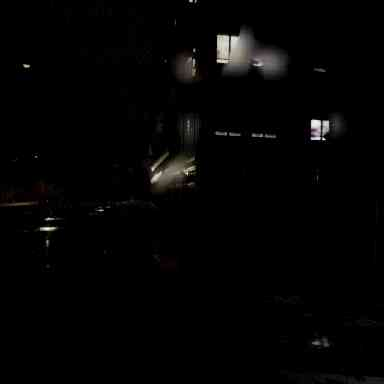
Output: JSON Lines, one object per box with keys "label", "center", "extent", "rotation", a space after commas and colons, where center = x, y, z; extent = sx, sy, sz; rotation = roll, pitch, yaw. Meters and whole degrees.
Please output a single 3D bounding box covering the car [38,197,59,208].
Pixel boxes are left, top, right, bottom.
{"label": "car", "center": [-20.353, 1.414, 47.437], "extent": [1.812, 1.442, 4.674], "rotation": [1, 0, -8]}
